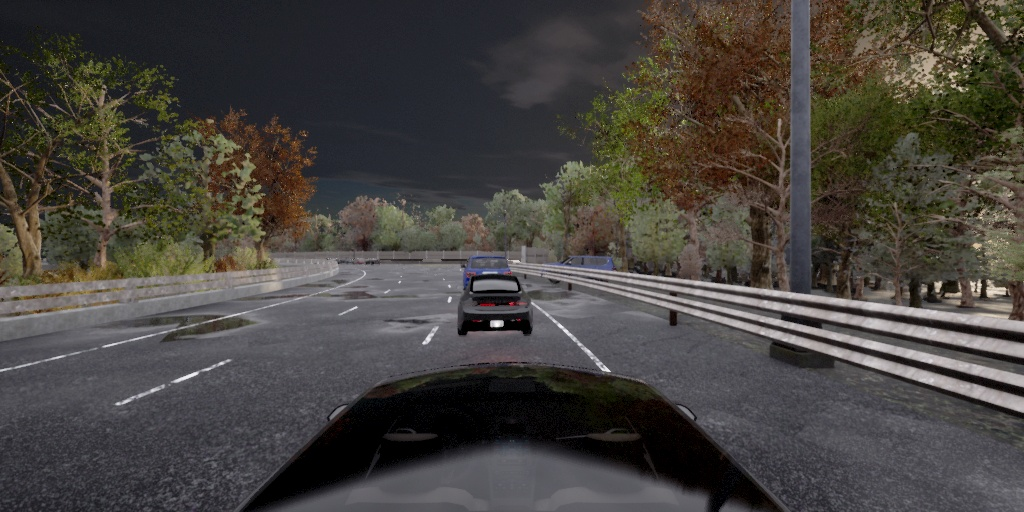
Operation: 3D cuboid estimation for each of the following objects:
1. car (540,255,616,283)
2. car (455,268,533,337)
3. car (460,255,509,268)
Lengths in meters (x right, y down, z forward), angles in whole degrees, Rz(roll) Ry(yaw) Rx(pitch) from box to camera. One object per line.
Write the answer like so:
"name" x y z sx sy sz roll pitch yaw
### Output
"car" 4.799 0.967 26.184 5.566 2.045 2.150 3 1 -2
"car" -0.554 1.254 10.371 1.837 1.490 4.892 0 0 -5
"car" -1.331 0.969 17.854 2.150 2.045 5.566 0 0 -9
